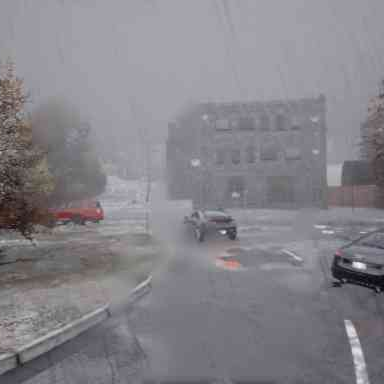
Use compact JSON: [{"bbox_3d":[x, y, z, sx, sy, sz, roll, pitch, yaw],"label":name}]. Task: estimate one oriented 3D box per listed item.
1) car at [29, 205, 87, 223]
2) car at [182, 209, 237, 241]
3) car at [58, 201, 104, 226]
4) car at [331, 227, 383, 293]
[{"bbox_3d":[-13.155,2.137,32.771,5.008,1.535,1.882,-1,1,11],"label":"car"},{"bbox_3d":[0.805,1.646,17.618,1.837,1.490,4.892,-1,-1,-15],"label":"car"},{"bbox_3d":[-10.294,1.819,28.808,5.566,2.045,2.150,-2,-1,22],"label":"car"},{"bbox_3d":[5.407,1.502,7.947,4.181,1.385,1.994,-1,-1,-24],"label":"car"}]
